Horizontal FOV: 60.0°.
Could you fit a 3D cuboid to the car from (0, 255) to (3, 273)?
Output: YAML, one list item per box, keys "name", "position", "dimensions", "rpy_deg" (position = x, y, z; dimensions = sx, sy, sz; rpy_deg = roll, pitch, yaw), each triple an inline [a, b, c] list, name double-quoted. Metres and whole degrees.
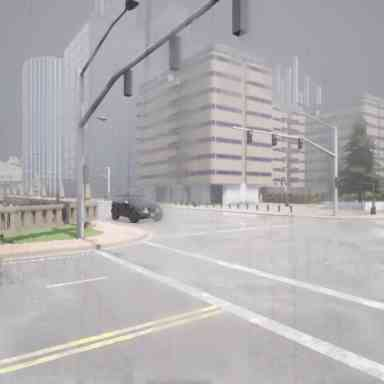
- name: "car"
  position: [-6.779, 1.564, 7.674]
  dimensions: [4.181, 1.385, 1.994]
  rpy_deg: [0, 0, -35]

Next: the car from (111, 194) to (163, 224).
- name: "car"
  position: [-4.343, 1.214, 25.453]
  dimensions: [2.150, 2.045, 5.566]
  rpy_deg: [0, 1, -35]

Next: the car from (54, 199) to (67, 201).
- name: "car"
  position: [-17.135, 1.600, 43.421]
  dimensions: [1.895, 1.301, 4.718]
  rpy_deg: [0, 0, -35]
